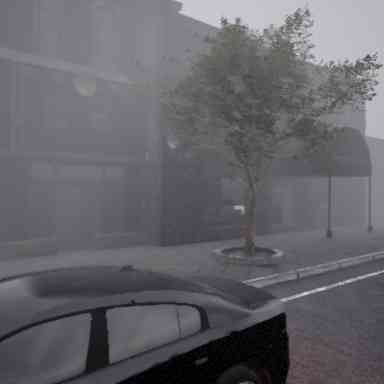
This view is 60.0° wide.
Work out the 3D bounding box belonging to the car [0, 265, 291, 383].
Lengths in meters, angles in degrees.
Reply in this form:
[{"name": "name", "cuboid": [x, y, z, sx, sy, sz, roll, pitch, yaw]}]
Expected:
[{"name": "car", "cuboid": [-1.307, 1.478, 2.755, 5.008, 1.535, 1.882, 0, 0, -36]}]
